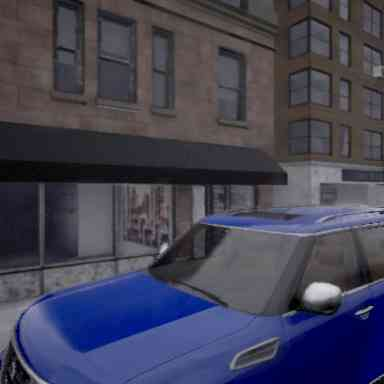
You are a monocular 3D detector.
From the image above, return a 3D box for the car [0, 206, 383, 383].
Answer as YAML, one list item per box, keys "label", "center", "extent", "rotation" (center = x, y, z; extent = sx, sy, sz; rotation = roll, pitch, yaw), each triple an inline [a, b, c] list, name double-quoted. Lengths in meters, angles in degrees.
- label: "car"
  center: [0.965, 1.221, 3.758]
  extent: [5.566, 2.045, 2.150]
  rotation: [0, 0, -35]
